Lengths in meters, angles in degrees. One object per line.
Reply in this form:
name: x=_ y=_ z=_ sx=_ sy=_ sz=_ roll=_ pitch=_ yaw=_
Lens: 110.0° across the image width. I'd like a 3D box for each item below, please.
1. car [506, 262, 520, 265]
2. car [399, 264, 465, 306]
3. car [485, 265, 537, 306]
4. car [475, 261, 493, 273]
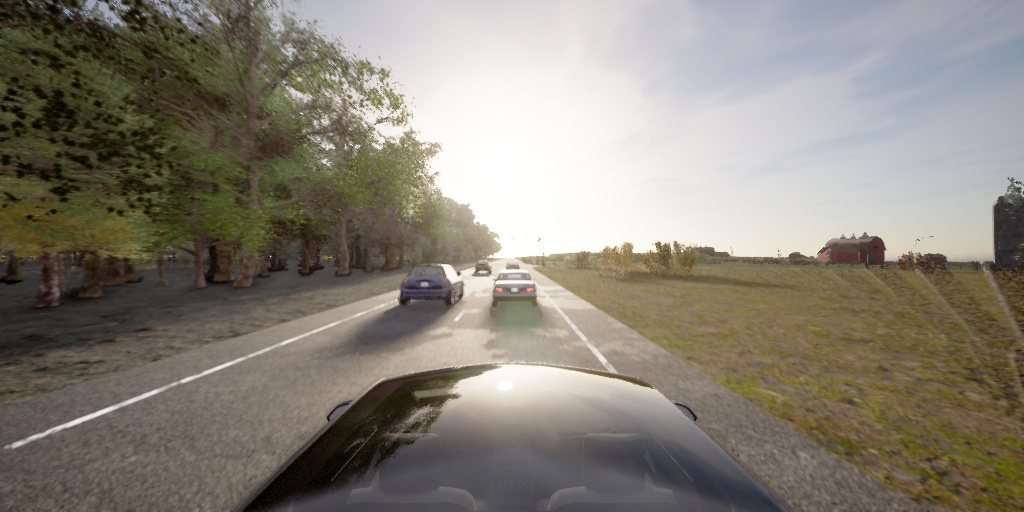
car: x=0.111 y=1.394 z=48.200 sx=1.895 sy=1.301 sz=4.718 roll=0 pitch=0 yaw=0
car: x=-3.397 y=1.118 z=16.052 sx=2.097 sy=1.767 sz=4.553 roll=0 pitch=0 yaw=0
car: x=0.103 y=1.313 z=15.855 sx=2.033 sy=1.411 sz=5.357 roll=0 pitch=0 yaw=0
car: x=-3.391 y=1.294 z=43.373 sx=1.837 sy=1.490 sz=4.892 roll=0 pitch=0 yaw=0
